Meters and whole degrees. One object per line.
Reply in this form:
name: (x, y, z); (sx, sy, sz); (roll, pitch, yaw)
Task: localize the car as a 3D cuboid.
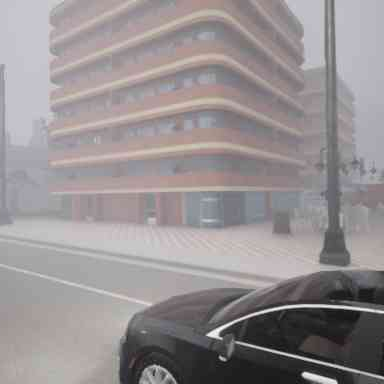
car: (1.423, 1.505, 2.979); (4.892, 1.490, 1.837); (0, 0, 36)
